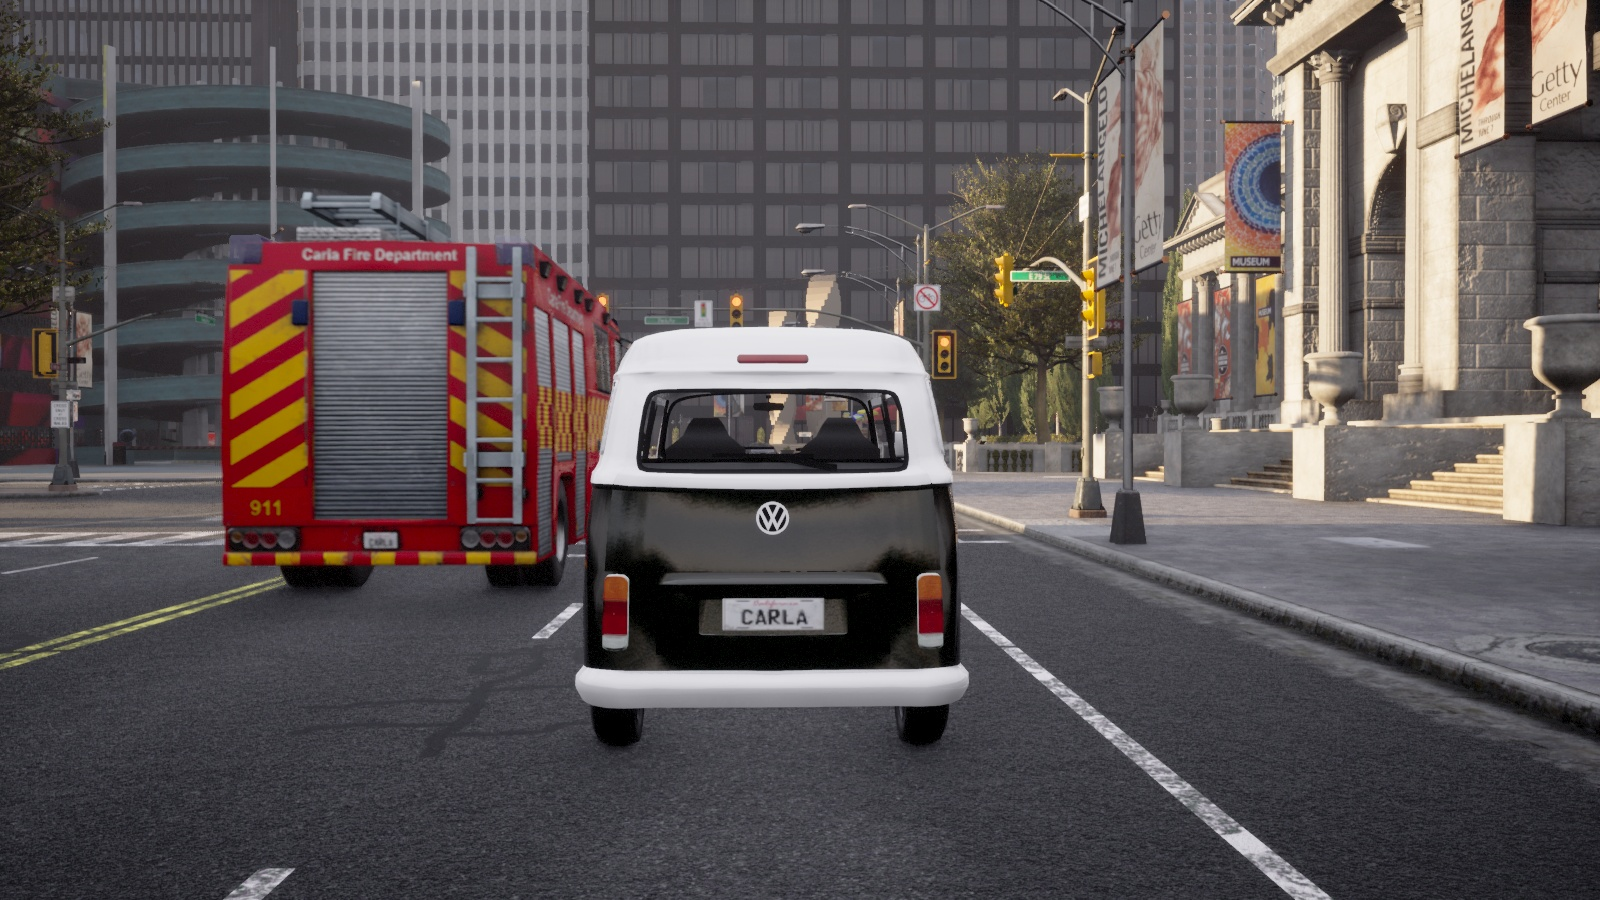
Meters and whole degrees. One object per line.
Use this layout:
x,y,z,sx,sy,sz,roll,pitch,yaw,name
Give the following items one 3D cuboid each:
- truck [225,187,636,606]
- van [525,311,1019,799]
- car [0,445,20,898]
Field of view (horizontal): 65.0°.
-3.931,-0.510,15.731,2.891,3.827,8.468,0,0,-2,truck
-0.179,0.427,7.507,2.069,2.038,4.480,0,0,-2,van
-3.523,0.744,2.435,1.845,1.501,3.633,0,0,-2,car
